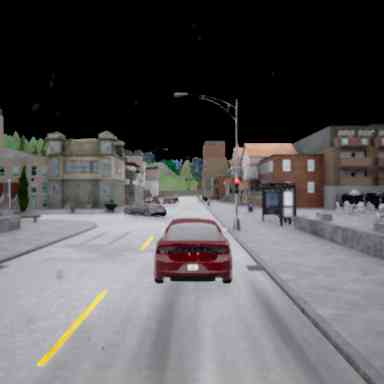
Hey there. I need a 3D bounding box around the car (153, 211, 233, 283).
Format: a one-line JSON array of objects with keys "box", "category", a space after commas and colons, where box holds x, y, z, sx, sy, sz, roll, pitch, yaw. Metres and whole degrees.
[{"box": [0.049, 1.486, 9.692, 1.882, 1.535, 5.008, 0, 0, 1], "category": "car"}]

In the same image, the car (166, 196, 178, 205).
[{"box": [-4.055, 1.613, 60.064, 1.994, 1.385, 4.181, 0, 0, 0], "category": "car"}]

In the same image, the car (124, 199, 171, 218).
[{"box": [-4.389, 1.589, 30.721, 4.181, 1.385, 1.994, 0, 0, 39], "category": "car"}]
